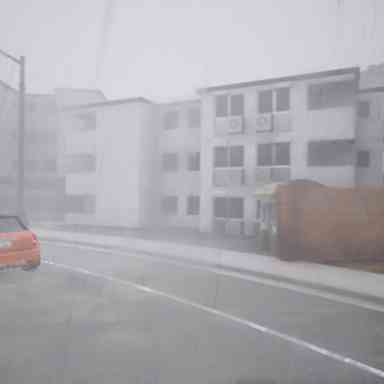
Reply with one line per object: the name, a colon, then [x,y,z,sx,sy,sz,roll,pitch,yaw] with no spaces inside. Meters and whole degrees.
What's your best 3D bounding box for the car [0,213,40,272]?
car: [-6.498,1.363,9.766,4.553,1.767,2.097,0,0,36]
